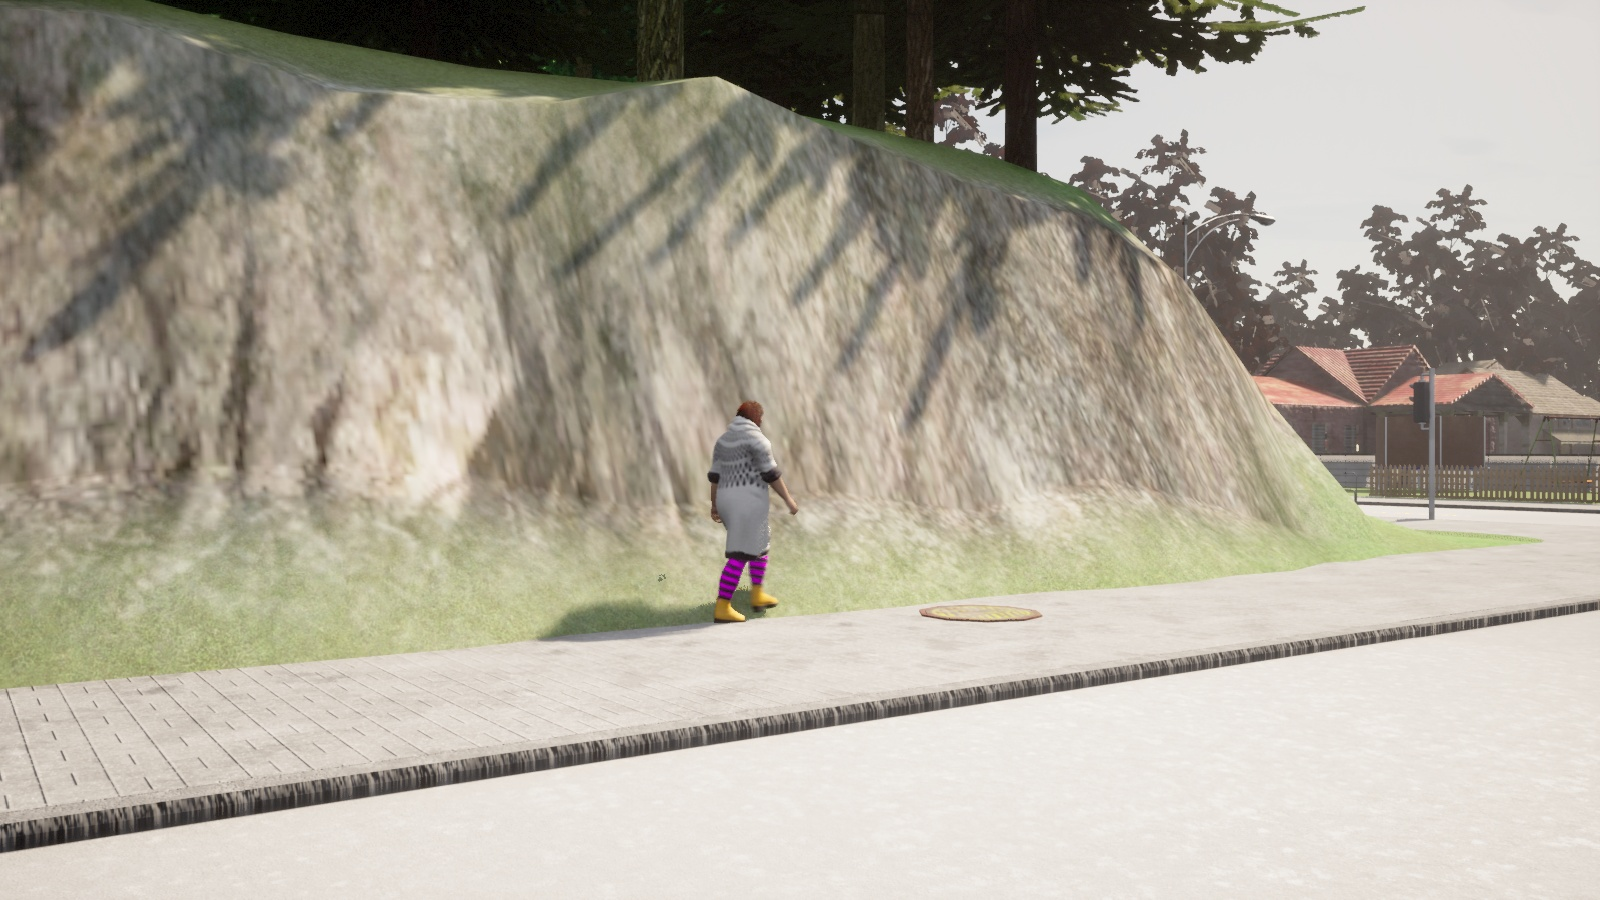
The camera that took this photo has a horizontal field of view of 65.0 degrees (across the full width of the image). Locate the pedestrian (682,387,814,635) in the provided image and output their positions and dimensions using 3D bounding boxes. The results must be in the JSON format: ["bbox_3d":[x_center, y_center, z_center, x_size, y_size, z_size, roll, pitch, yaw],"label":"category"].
[{"bbox_3d":[-0.433,0.481,10.396,0.873,1.952,0.659,0,0,-35],"label":"pedestrian"}]
